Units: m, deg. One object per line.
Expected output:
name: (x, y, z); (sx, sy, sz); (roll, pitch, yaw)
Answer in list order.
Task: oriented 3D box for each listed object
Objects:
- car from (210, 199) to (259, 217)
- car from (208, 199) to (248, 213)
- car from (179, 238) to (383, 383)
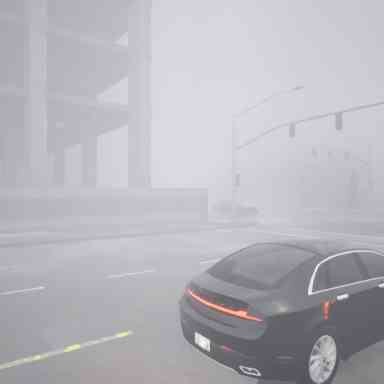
car: (4.128, 1.600, 31.696); (1.895, 1.301, 4.718); (0, 0, -36)
car: (3.991, 1.525, 37.850); (1.812, 1.442, 4.674); (0, 0, -36)
car: (2.106, 1.505, 5.292); (4.892, 1.490, 1.837); (0, 0, -35)
